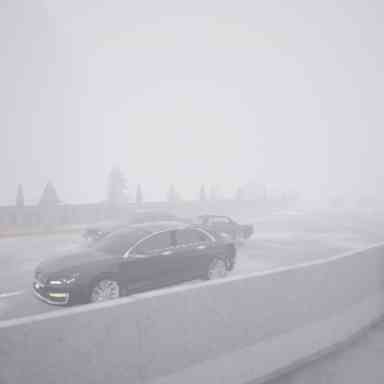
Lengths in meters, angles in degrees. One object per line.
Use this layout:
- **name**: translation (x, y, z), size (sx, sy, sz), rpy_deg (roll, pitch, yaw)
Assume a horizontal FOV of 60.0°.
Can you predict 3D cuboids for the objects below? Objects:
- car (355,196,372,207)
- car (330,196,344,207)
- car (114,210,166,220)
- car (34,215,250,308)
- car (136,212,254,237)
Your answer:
- **car**: translation (25.176, 1.363, 49.114), size (1.837, 1.490, 4.892), rpy_deg (0, 0, 22)
- **car**: translation (21.625, 1.358, 49.690), size (1.882, 1.535, 5.008), rpy_deg (0, 0, 22)
- **car**: translation (-2.305, 1.567, 15.775), size (5.357, 1.411, 2.033), rpy_deg (0, 0, -41)
- **car**: translation (-1.041, 1.515, 7.827), size (4.892, 1.490, 1.837), rpy_deg (0, 0, -39)
- **car**: translation (0.366, 1.604, 13.491), size (4.718, 1.301, 1.895), rpy_deg (0, 0, -42)
